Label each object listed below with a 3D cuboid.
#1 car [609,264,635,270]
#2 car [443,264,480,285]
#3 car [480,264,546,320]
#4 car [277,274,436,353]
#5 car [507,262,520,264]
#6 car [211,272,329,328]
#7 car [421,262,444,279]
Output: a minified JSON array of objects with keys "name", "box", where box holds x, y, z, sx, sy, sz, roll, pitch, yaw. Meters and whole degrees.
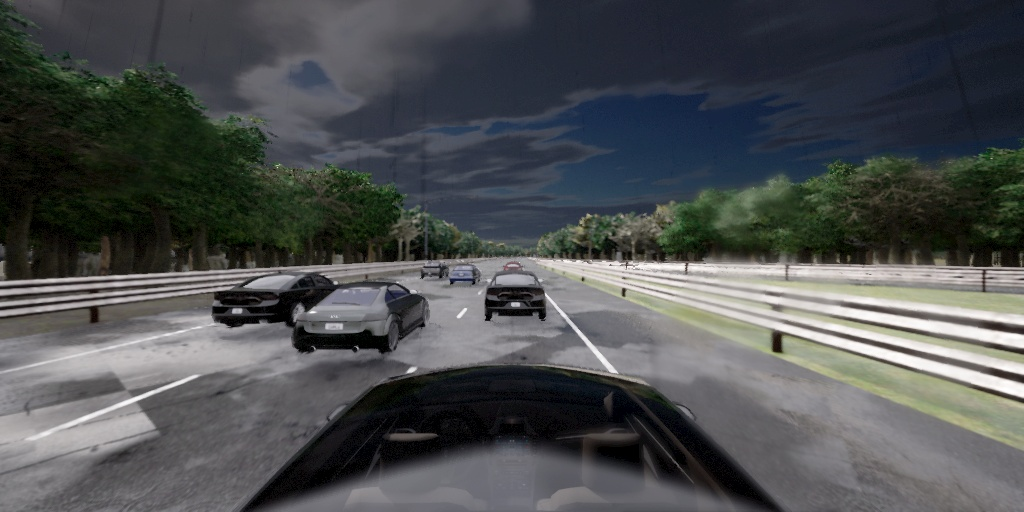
[{"name":"car","box":[17.780,1.561,58.315,1.895,1.301,4.718,0,0,-17]},{"name":"car","box":[-3.404,1.316,26.648,2.033,1.411,5.357,0,0,0]},{"name":"car","box":[0.102,1.231,12.679,1.882,1.535,5.008,0,0,0]},{"name":"car","box":[-3.401,1.316,8.851,1.994,1.385,4.181,0,0,0]},{"name":"car","box":[0.107,1.306,33.603,1.812,1.442,4.674,0,0,0]},{"name":"car","box":[-6.897,1.231,11.478,1.882,1.535,5.008,0,0,0]},{"name":"car","box":[-6.887,1.262,32.474,2.128,1.511,4.902,1,0,0]}]
